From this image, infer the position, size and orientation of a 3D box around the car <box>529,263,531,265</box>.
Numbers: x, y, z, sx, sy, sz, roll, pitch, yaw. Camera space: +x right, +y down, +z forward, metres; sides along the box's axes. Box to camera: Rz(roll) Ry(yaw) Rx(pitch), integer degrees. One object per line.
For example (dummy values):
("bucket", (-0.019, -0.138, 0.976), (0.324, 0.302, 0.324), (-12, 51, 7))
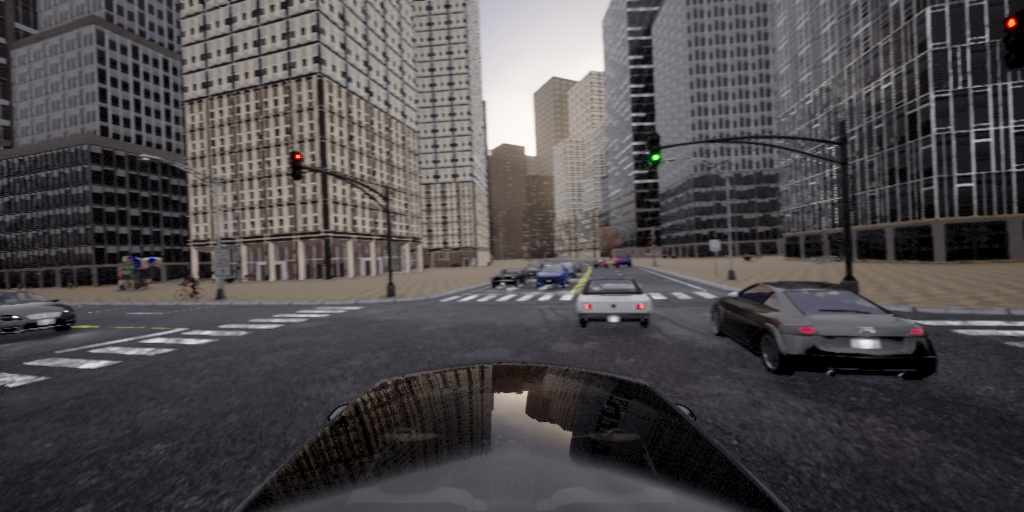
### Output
("car", (2.373, 1.424, 36.286), (1.837, 1.490, 4.892), (-2, 0, 14))

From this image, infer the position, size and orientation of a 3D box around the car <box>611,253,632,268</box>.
("car", (16.741, 0.663, 54.021), (2.150, 2.045, 5.566), (-2, 0, 12))

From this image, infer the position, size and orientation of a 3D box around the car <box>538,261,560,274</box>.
("car", (4.855, 1.434, 46.357), (2.033, 1.411, 5.357), (-2, 0, 14))

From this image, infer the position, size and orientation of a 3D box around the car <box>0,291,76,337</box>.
("car", (-17.559, 1.979, 12.338), (4.902, 1.511, 2.128), (-2, 0, 15))

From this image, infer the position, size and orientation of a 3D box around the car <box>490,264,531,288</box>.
("car", (-0.106, 1.550, 26.236), (1.895, 1.301, 4.718), (-2, 0, 14))

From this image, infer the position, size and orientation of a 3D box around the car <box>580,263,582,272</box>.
("car", (7.609, 1.302, 43.958), (2.033, 1.411, 5.357), (-2, 0, 14))

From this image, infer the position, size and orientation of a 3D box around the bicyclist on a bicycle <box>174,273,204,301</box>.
("bicyclist on a bicycle", (-19.803, 1.874, 22.002), (0.582, 1.620, 1.656), (-2, 0, 15))

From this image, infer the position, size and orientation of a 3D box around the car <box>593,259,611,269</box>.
("car", (13.432, 1.106, 53.974), (1.812, 1.442, 4.674), (-2, 0, 12))

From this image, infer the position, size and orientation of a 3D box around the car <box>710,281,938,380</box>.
("car", (5.367, 1.163, 6.907), (1.994, 1.385, 4.181), (-2, 0, 14))

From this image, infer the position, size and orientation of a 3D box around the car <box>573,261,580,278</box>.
("car", (5.125, 1.312, 33.881), (1.812, 1.442, 4.674), (-2, 0, 14))

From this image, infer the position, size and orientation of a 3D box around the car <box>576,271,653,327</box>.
("car", (3.087, 1.290, 11.197), (1.895, 1.301, 4.718), (-2, 0, 14))

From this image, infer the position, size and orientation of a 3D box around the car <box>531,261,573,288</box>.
("car", (2.883, 1.291, 24.810), (1.882, 1.535, 5.008), (-2, 0, 14))
